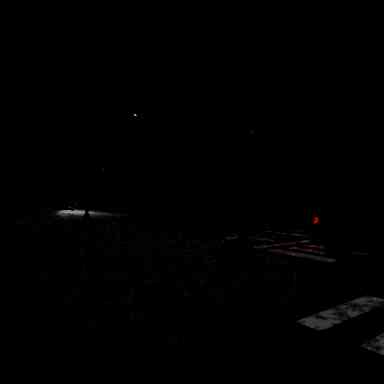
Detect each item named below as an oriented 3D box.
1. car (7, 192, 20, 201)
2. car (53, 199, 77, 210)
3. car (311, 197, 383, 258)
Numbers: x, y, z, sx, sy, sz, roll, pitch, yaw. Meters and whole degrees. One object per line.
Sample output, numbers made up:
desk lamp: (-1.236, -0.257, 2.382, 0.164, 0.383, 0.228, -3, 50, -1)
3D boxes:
car: (-41.749, 1.137, 77.561, 2.150, 2.045, 5.566, 1, -1, -36)
car: (-15.768, 1.567, 41.308, 1.895, 1.301, 4.718, 1, 0, -36)
car: (6.476, 1.218, 10.288, 2.150, 2.045, 5.566, 1, 0, -36)
